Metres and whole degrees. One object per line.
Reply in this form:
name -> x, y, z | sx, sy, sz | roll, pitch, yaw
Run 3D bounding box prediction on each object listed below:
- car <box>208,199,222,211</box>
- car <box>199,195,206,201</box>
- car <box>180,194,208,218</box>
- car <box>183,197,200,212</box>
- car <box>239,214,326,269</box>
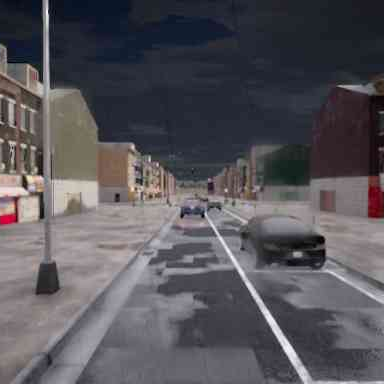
car -> 2.616, 1.528, 39.928 | 2.008, 1.369, 4.403 | -1, 0, 0
car -> 2.610, 1.566, 83.439 | 1.802, 1.307, 4.206 | -1, 0, 0
car -> 0.043, 1.332, 29.755 | 2.097, 1.767, 4.553 | 0, 0, 0
car -> 0.012, 1.455, 39.630 | 1.882, 1.535, 5.008 | 0, 0, 1
car -> 2.748, 1.468, 11.117 | 1.882, 1.535, 5.008 | 0, 0, 0
